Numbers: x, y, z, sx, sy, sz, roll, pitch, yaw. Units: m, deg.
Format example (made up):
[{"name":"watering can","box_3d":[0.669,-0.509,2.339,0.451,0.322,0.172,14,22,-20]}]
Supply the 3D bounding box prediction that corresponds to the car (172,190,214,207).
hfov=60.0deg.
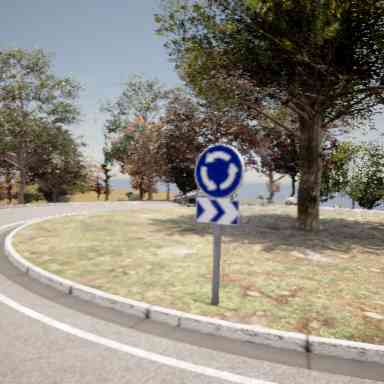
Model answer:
[{"name":"car","box_3d":[0.572,0.598,31.954,4.902,1.511,2.128,2,1,-14]}]
